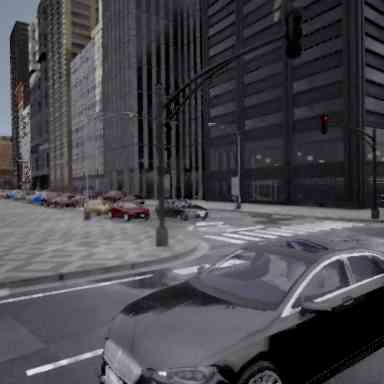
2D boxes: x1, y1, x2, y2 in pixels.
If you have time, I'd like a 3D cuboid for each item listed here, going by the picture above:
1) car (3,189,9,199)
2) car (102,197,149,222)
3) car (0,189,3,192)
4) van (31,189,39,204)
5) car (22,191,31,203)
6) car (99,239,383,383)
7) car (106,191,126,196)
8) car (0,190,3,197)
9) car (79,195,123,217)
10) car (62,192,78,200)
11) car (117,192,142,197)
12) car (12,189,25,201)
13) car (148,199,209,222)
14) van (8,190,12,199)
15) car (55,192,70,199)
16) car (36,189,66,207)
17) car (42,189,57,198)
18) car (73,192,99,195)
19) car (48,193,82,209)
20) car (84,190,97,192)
[{"bbox_3d":[-37.584,0.567,69.830,2.192,1.841,5.009,-1,1,-36],"label":"car"},{"bbox_3d":[-4.645,1.320,24.240,1.887,1.381,4.507,-1,1,-36],"label":"car"},{"bbox_3d":[-44.171,0.680,78.951,1.887,1.381,4.507,-1,1,-36],"label":"car"},{"bbox_3d":[-21.115,0.873,47.035,1.690,1.788,3.998,-1,1,-36],"label":"van"},{"bbox_3d":[-24.408,1.029,51.597,2.008,1.369,4.403,-1,1,-36],"label":"car"},{"bbox_3d":[1.276,1.463,4.474,4.902,1.511,2.128,-1,0,-36],"label":"car"},{"bbox_3d":[-10.910,0.722,47.463,2.192,1.841,5.009,-1,1,-36],"label":"car"},{"bbox_3d":[-40.877,0.745,74.392,2.008,1.369,4.403,-1,1,-36],"label":"car"},{"bbox_3d":[-7.840,1.256,28.661,1.752,1.417,4.829,-1,1,-36],"label":"car"},{"bbox_3d":[-24.083,0.772,65.704,1.802,1.307,4.206,-1,1,-36],"label":"car"},{"bbox_3d":[-7.615,1.024,42.907,1.947,1.339,4.313,-1,1,-36],"label":"car"},{"bbox_3d":[-30.996,0.806,60.714,1.967,1.590,4.097,-1,1,-36],"label":"car"},{"bbox_3d":[-0.787,1.232,23.596,2.128,1.511,4.902,-1,1,-36],"label":"car"},{"bbox_3d":[-34.290,0.650,65.271,1.690,1.788,3.998,-1,1,-36],"label":"van"},{"bbox_3d":[-27.378,0.678,70.262,1.887,1.381,4.507,-1,1,-36],"label":"car"},{"bbox_3d":[-17.821,0.899,42.475,2.192,1.841,5.009,-1,1,-36],"label":"car"},{"bbox_3d":[-33.965,0.333,79.376,2.192,1.841,5.009,-1,1,-36],"label":"car"},{"bbox_3d":[-13.023,1.071,40.553,1.837,1.490,4.892,-1,1,-36],"label":"car"},{"bbox_3d":[-14.526,1.179,37.918,1.887,1.381,4.507,-1,1,-36],"label":"car"},{"bbox_3d":[-17.497,0.617,56.581,2.192,1.841,5.009,-1,1,-36],"label":"car"}]
